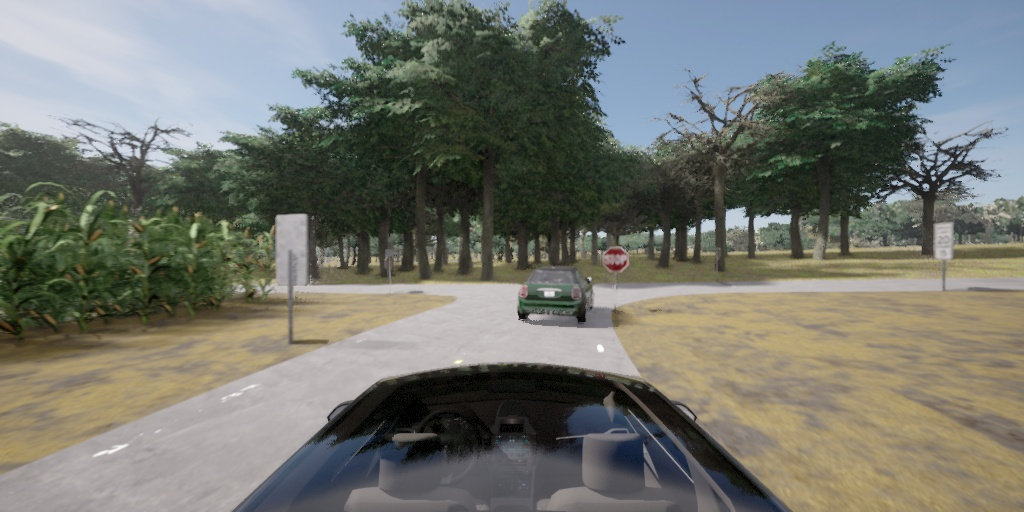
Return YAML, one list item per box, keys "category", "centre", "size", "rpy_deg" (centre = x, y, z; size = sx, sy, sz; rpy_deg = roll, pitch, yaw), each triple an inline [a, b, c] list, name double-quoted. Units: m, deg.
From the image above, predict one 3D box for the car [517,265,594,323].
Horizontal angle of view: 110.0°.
- category: "car"
  centre: [1.678, 1.131, 12.547]
  size: [2.097, 1.767, 4.553]
  rpy_deg: [0, 0, 16]
